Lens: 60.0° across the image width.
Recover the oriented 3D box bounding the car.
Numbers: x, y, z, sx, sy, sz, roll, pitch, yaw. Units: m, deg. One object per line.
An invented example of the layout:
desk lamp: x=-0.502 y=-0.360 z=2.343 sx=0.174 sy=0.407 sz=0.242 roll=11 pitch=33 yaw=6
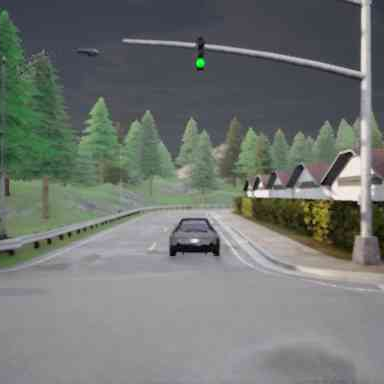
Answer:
car: x=0.102 y=1.772 z=14.196 sx=1.994 sy=1.385 sz=4.181 roll=0 pitch=0 yaw=0
